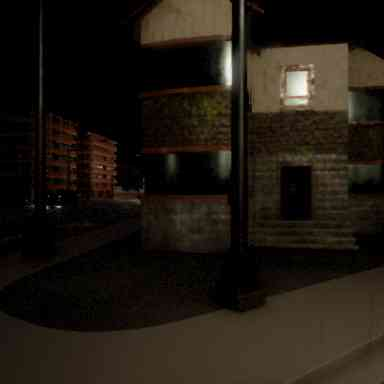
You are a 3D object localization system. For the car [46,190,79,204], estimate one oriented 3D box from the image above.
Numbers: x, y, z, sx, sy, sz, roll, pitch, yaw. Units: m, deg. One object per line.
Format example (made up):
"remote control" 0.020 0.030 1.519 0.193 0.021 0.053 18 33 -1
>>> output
"car" -15.965 0.585 41.101 2.097 1.767 4.553 0 0 10

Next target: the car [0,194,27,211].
"car" -17.665 0.927 31.277 2.128 1.511 4.902 0 2 10
